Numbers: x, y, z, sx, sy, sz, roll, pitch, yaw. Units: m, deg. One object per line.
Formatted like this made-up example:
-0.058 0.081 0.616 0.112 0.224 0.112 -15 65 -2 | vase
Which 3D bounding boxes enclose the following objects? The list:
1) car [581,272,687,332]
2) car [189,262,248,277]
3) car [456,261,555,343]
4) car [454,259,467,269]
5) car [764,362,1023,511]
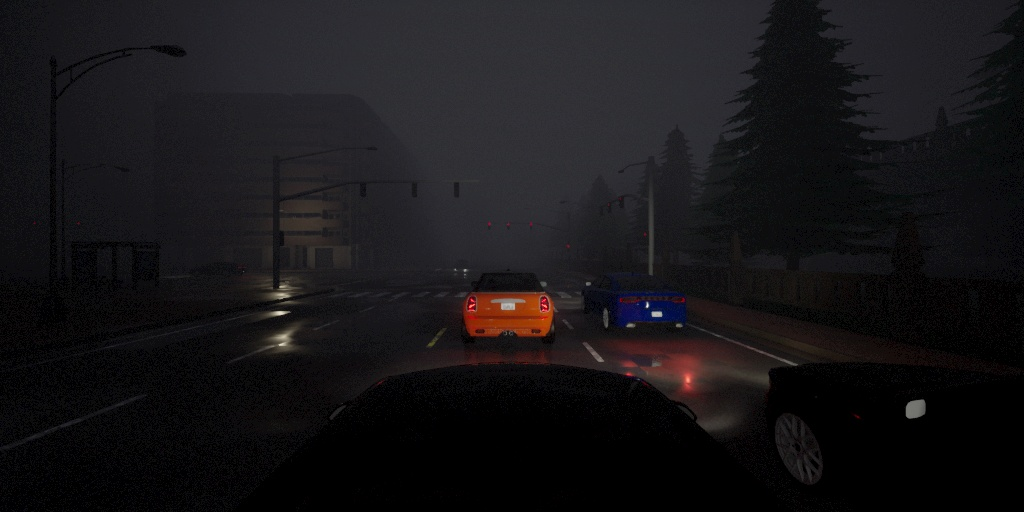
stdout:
3.418 1.228 10.957 1.882 1.535 5.008 0 0 0 | car
-29.108 1.310 35.615 4.892 1.490 1.837 0 0 -1 | car
-0.081 1.102 9.813 2.097 1.767 4.553 0 0 0 | car
-7.928 1.254 56.467 1.837 1.490 4.892 0 0 -1 | car
3.288 1.228 1.431 1.882 1.535 5.008 0 0 3 | car
